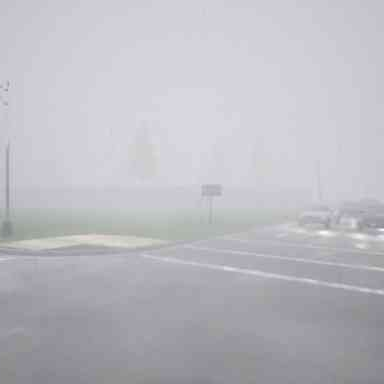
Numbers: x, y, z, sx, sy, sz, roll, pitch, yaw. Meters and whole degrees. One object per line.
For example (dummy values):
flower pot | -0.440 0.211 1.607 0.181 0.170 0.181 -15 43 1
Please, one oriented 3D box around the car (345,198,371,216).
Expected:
car | 14.568 1.550 30.484 2.033 1.411 5.357 0 0 36

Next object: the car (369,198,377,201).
car | 20.567 1.494 38.698 2.128 1.511 4.902 0 0 36

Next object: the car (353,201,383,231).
car | 11.255 1.527 20.008 1.812 1.442 4.674 0 0 36

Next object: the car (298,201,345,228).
car | 8.637 1.529 22.351 1.812 1.442 4.674 0 0 36

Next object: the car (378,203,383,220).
car | 17.173 1.601 28.124 1.895 1.301 4.718 0 0 36
